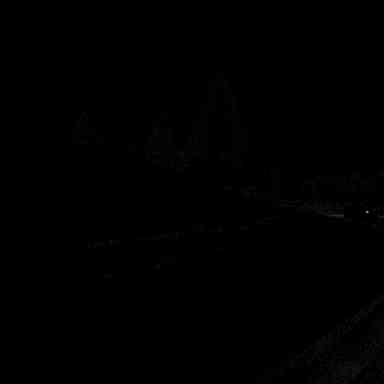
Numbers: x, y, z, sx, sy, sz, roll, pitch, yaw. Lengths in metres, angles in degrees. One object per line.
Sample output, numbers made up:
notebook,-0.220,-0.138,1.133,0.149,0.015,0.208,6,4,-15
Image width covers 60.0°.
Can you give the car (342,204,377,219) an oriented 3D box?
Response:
car,16.097,1.801,32.151,1.994,1.385,4.181,0,0,6
